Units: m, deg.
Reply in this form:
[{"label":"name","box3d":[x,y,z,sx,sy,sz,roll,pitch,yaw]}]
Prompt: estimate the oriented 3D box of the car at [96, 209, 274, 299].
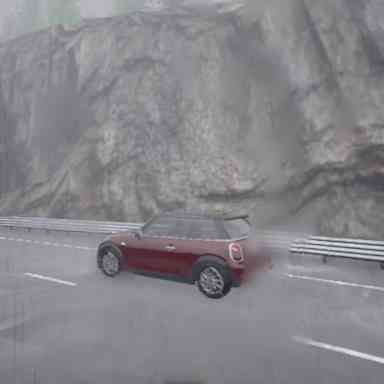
[{"label":"car","box3d":[-0.361,1.284,8.507,4.553,1.767,2.097,0,1,35]}]
